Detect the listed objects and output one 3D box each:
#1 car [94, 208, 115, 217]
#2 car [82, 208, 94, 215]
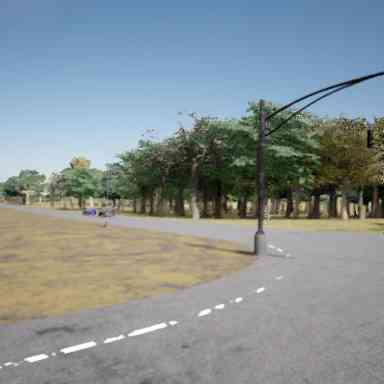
[{"bbox_3d":[-14.823,3.568,57.672,2.128,1.511,4.902,1,-3,-33],"label":"car"},{"bbox_3d":[-20.326,3.896,66.056,1.812,1.442,4.674,1,-2,-33],"label":"car"}]
